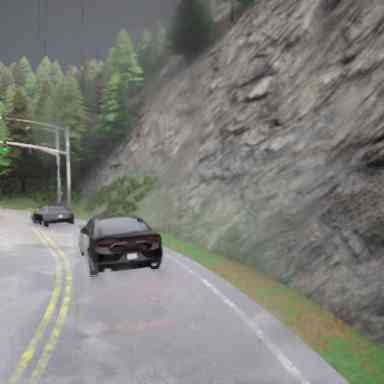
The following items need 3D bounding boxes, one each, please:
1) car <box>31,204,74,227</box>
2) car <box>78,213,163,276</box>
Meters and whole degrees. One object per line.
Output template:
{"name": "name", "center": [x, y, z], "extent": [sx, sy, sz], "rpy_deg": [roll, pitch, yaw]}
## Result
{"name": "car", "center": [-9.699, 1.550, 23.045], "extent": [1.994, 1.385, 4.181], "rpy_deg": [-3, 1, -37]}
{"name": "car", "center": [-2.392, 1.395, 10.347], "extent": [1.882, 1.535, 5.008], "rpy_deg": [-2, 1, -22]}
